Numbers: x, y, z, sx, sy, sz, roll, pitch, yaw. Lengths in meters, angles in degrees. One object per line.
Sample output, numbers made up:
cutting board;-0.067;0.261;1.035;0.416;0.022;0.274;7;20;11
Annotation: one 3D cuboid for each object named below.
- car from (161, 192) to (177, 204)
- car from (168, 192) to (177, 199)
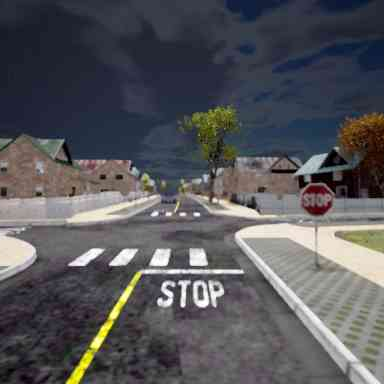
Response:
car;-3.360;0.735;48.219;2.097;1.767;4.553;0;0;-2
car;-4.345;0.755;74.224;1.812;1.442;4.674;0;0;-2
